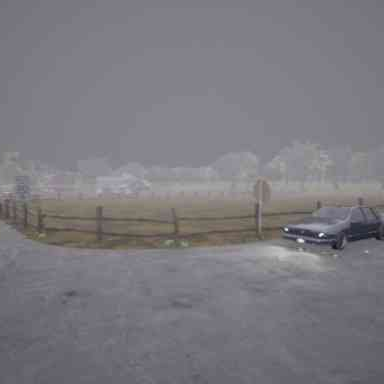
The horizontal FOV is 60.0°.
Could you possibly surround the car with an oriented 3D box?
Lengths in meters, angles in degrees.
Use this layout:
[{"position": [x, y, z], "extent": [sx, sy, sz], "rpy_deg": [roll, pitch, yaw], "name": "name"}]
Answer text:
[{"position": [5.830, 1.208, 12.827], "extent": [5.357, 1.411, 2.033], "rpy_deg": [-1, 3, -36], "name": "car"}]
